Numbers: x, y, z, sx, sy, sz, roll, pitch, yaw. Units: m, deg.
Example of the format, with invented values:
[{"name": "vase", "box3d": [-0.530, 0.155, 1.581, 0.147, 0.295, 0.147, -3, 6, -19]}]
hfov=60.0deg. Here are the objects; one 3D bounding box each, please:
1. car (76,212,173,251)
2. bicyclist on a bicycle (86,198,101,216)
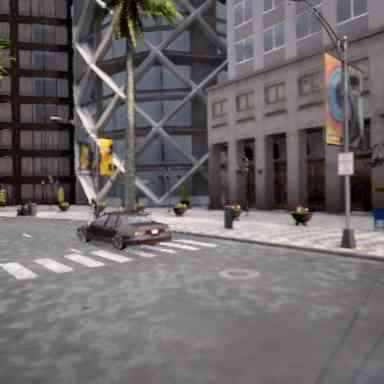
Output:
[{"name": "car", "box3d": [-3.106, 1.571, 14.398, 2.033, 1.411, 5.357, -1, 0, -43]}, {"name": "bicyclist on a bicycle", "box3d": [-9.025, 1.396, 30.503, 0.582, 1.620, 1.656, -1, 0, 37]}]
